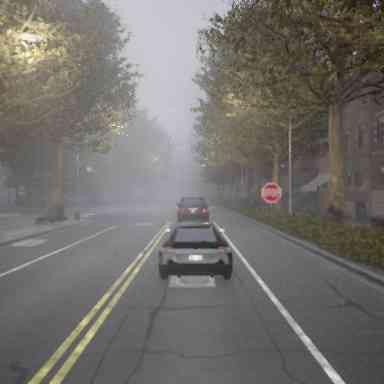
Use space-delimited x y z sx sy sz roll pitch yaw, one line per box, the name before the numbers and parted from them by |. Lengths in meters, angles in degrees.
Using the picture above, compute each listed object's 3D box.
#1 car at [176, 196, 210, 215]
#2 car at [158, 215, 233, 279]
car | 0.067 1.335 23.445 2.150 2.045 5.566 0 -1 0
car | 0.094 1.614 10.226 1.994 1.385 4.181 0 0 0
